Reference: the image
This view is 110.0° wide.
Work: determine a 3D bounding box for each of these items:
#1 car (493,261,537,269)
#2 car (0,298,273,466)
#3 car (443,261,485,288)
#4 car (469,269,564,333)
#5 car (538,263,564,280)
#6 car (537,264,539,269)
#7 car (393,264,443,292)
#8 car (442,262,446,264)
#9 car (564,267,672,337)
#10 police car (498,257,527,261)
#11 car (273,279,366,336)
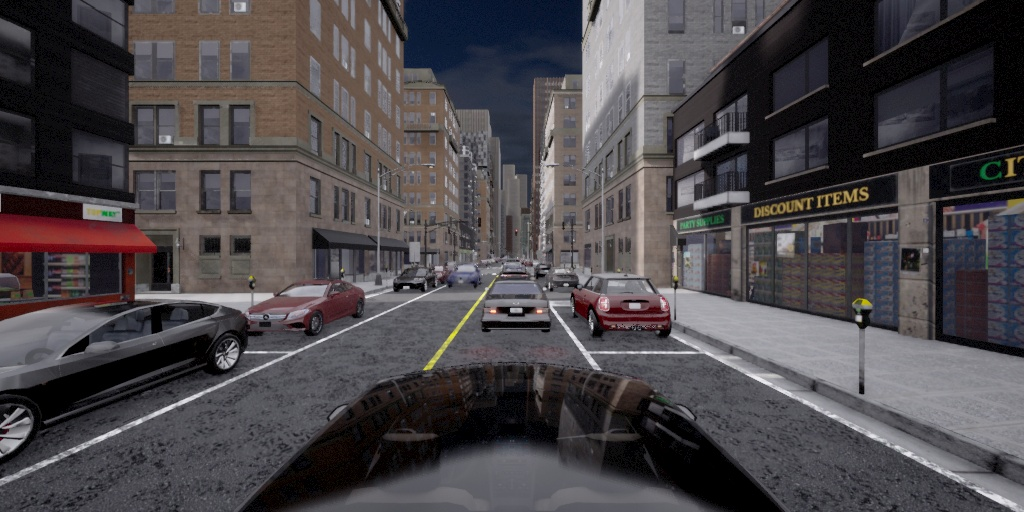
[{"bbox_3d":[0.136,1.242,21.291,2.128,1.511,4.902,0,0,0],"label":"car"},{"bbox_3d":[-5.665,1.315,4.813,1.948,1.339,4.313,0,0,0],"label":"car"},{"bbox_3d":[-3.032,1.277,23.722,1.812,1.442,4.674,0,0,0],"label":"car"},{"bbox_3d":[0.113,1.297,10.769,2.033,1.411,5.357,0,0,0],"label":"car"},{"bbox_3d":[2.894,1.301,21.299,2.007,1.370,4.403,0,0,0],"label":"car"},{"bbox_3d":[2.917,1.319,32.302,1.948,1.339,4.313,0,0,0],"label":"car"},{"bbox_3d":[-5.631,1.316,21.317,1.948,1.339,4.313,0,0,0],"label":"car"},{"bbox_3d":[-5.620,1.333,26.818,1.802,1.307,4.207,0,0,0],"label":"car"},{"bbox_3d":[2.872,1.189,10.297,1.967,1.591,4.097,0,0,0],"label":"car"},{"bbox_3d":[0.057,1.178,31.311,1.930,1.638,5.238,0,0,0],"label":"police car"},{"bbox_3d":[-5.654,1.332,10.315,1.802,1.307,4.207,0,0,0],"label":"car"}]
